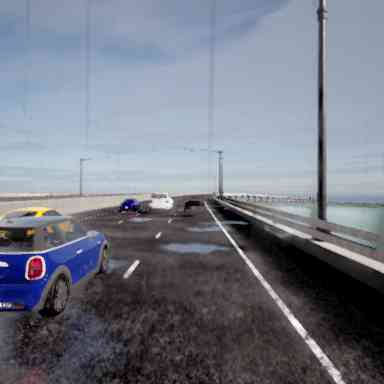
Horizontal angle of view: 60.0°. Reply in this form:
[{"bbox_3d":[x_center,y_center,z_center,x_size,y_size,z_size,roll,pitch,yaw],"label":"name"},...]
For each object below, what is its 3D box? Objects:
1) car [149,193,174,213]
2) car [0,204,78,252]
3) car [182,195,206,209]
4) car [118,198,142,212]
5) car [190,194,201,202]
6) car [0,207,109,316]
[{"bbox_3d":[-3.168,1.087,34.702,2.150,2.045,5.566,0,0,1],"label":"car"},{"bbox_3d":[-6.851,1.419,14.723,1.882,1.535,5.008,0,0,0],"label":"car"},{"bbox_3d":[0.162,1.001,29.206,1.837,1.490,4.892,0,0,1],"label":"car"},{"bbox_3d":[-6.647,1.385,36.229,1.812,1.442,4.674,0,0,1],"label":"car"},{"bbox_3d":[0.666,0.985,58.820,1.895,1.301,4.718,0,0,1],"label":"car"},{"bbox_3d":[-3.382,1.321,7.591,2.097,1.767,4.553,0,0,0],"label":"car"}]
